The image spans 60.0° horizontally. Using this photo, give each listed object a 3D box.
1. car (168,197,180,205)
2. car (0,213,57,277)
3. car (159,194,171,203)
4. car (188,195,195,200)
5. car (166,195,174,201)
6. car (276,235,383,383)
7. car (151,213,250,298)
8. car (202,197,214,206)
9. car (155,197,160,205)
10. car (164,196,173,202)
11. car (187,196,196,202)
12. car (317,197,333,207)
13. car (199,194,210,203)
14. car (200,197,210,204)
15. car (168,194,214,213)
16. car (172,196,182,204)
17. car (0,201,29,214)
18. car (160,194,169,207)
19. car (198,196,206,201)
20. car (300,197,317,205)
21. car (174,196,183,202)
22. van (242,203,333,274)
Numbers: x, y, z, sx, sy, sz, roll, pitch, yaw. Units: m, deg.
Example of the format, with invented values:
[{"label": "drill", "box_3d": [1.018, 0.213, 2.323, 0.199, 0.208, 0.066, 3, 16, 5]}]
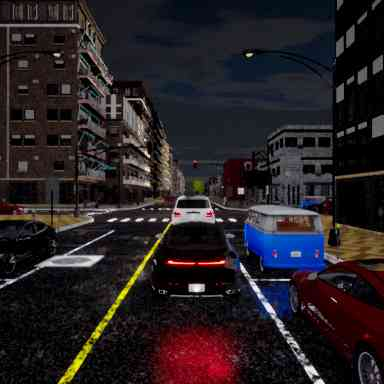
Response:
[{"label": "car", "box_3d": [-3.179, 1.643, 59.108, 1.895, 1.301, 4.718, 0, 0, 0]}, {"label": "car", "box_3d": [-5.705, 1.567, 10.319, 1.947, 1.339, 4.313, 0, 0, 0]}, {"label": "car", "box_3d": [-5.813, 1.376, 71.697, 2.192, 1.841, 5.009, 0, 0, 0]}, {"label": "car", "box_3d": [-0.160, 1.584, 91.929, 1.895, 1.301, 4.718, 0, 0, 0]}, {"label": "car", "box_3d": [-5.842, 1.617, 88.144, 1.752, 1.417, 4.829, 0, 0, 0]}, {"label": "car", "box_3d": [2.652, 1.582, 4.619, 1.802, 1.307, 4.206, 0, 0, 0]}, {"label": "car", "box_3d": [0.083, 1.506, 8.491, 1.837, 1.490, 4.892, 0, 0, 0]}, {"label": "car", "box_3d": [2.596, 1.562, 55.265, 1.752, 1.417, 4.829, 0, 0, 0]}, {"label": "car", "box_3d": [-5.794, 1.569, 60.448, 1.752, 1.417, 4.829, 0, 0, 0]}, {"label": "car", "box_3d": [-5.833, 1.632, 82.775, 2.008, 1.369, 4.403, 0, 0, 0]}, {"label": "car", "box_3d": [-0.143, 1.618, 81.479, 2.033, 1.411, 5.357, 0, 0, 0]}, {"label": "car", "box_3d": [14.868, 1.359, 31.221, 5.009, 1.841, 2.192, 0, 0, 0]}, {"label": "car", "box_3d": [2.568, 1.376, 71.712, 2.192, 1.841, 5.009, 0, 0, 0]}, {"label": "car", "box_3d": [2.577, 1.634, 66.173, 1.802, 1.307, 4.206, 0, 0, 0]}, {"label": "car", "box_3d": [0.057, 1.225, 18.491, 2.150, 2.045, 5.566, 0, 0, 0]}, {"label": "car", "box_3d": [-3.134, 1.581, 68.164, 1.812, 1.442, 4.674, 0, 0, 0]}, {"label": "car", "box_3d": [-17.520, 1.535, 31.084, 4.206, 1.307, 1.802, 0, 0, 0]}, {"label": "car", "box_3d": [-3.187, 1.383, 50.165, 2.097, 1.767, 4.553, 0, 0, 0]}, {"label": "car", "box_3d": [2.538, 1.643, 88.329, 2.008, 1.369, 4.403, 0, 0, 0]}, {"label": "car", "box_3d": [15.082, 1.620, 36.973, 5.357, 1.411, 2.033, 0, 0, 2]}, {"label": "car", "box_3d": [-3.138, 1.624, 78.180, 1.994, 1.385, 4.181, 0, 0, 0]}, {"label": "van", "box_3d": [2.643, 1.343, 10.308, 1.690, 1.788, 3.998, 0, 0, 0]}]
